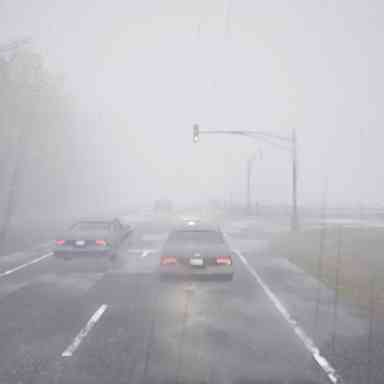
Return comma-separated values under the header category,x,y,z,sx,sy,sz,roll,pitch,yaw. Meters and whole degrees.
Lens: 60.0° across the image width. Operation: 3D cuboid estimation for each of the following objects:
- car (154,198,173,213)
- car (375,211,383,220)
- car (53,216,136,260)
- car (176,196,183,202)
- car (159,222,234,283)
category,x,y,z,sx,sy,sz,roll,pitch,yaw
car,-3.400,1.538,40.298,2.097,1.767,4.553,0,0,0
car,19.487,1.951,29.857,5.357,1.411,2.033,1,-1,0
car,-3.405,1.608,12.607,2.033,1.411,5.357,0,0,0
car,-3.502,1.905,90.847,1.837,1.490,4.892,0,0,0
car,0.112,1.595,9.824,2.033,1.411,5.357,0,0,0
